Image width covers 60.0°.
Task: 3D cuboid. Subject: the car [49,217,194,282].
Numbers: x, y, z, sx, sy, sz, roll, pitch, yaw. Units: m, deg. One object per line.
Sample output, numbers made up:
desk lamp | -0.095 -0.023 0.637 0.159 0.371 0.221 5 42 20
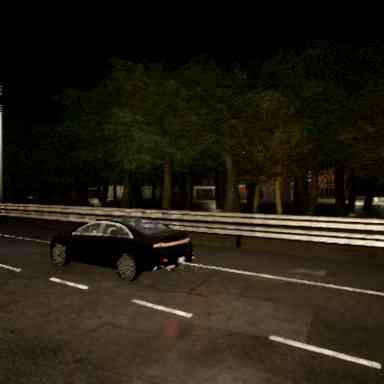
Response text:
car | -2.238 1.491 9.764 4.902 1.511 2.128 0 0 36
